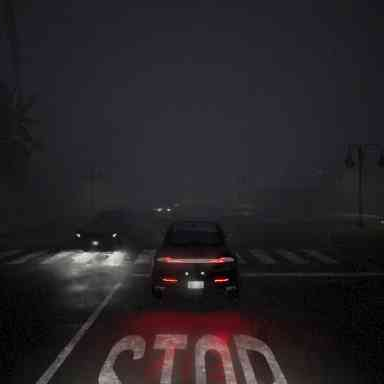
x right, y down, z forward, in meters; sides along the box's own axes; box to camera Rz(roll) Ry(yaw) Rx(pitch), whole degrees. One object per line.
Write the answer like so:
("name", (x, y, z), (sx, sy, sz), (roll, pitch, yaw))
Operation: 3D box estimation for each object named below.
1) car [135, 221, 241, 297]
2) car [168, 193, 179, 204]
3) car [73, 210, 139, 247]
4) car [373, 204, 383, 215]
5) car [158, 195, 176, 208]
("car", (0.066, 1.492, 8.534), (2.128, 1.511, 4.902), (0, 0, 0))
("car", (-3.698, 1.226, 63.544), (2.150, 2.045, 5.566), (0, 0, 0))
("car", (-3.649, 1.549, 15.204), (2.033, 1.411, 5.357), (0, 0, 0))
("car", (18.917, 1.337, 29.785), (4.892, 1.490, 1.837), (0, 0, 0))
("car", (-3.724, 1.547, 47.128), (2.033, 1.411, 5.357), (0, 0, 0))
